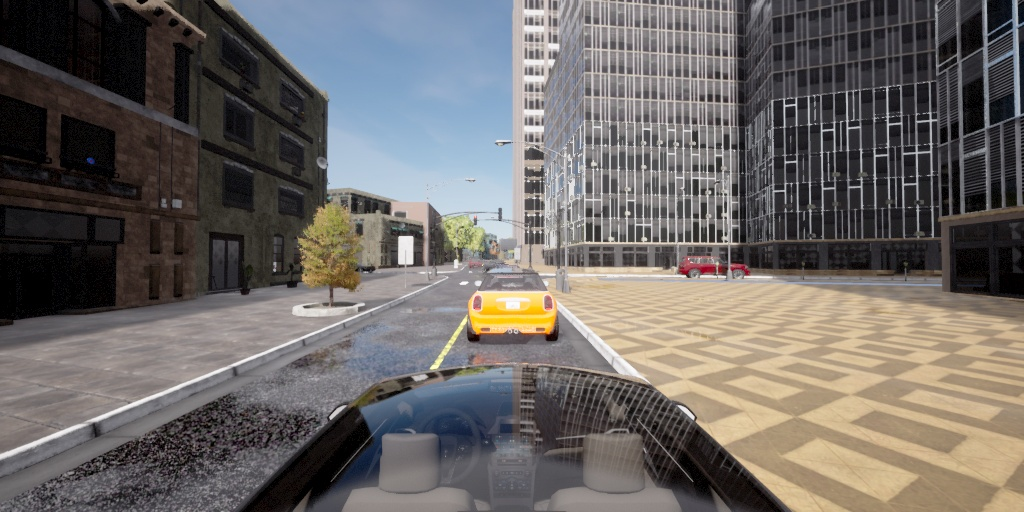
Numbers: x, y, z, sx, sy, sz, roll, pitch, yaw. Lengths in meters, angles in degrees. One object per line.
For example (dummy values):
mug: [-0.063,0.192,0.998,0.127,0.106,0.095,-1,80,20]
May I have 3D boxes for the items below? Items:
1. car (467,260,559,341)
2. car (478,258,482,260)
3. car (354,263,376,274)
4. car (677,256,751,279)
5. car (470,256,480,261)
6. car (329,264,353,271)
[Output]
car: [0.003,1.105,10.002,2.097,1.767,4.553,0,0,0]
car: [-1.387,1.287,37.894,1.812,1.442,4.674,-1,1,-38]
car: [-18.415,1.389,42.039,4.718,1.301,1.895,0,-1,18]
car: [15.742,0.939,28.258,5.009,1.841,2.192,0,0,18]
car: [-5.646,1.240,55.040,1.882,1.535,5.008,0,0,-6]
car: [-20.589,1.318,40.141,4.313,1.339,1.948,0,0,18]
